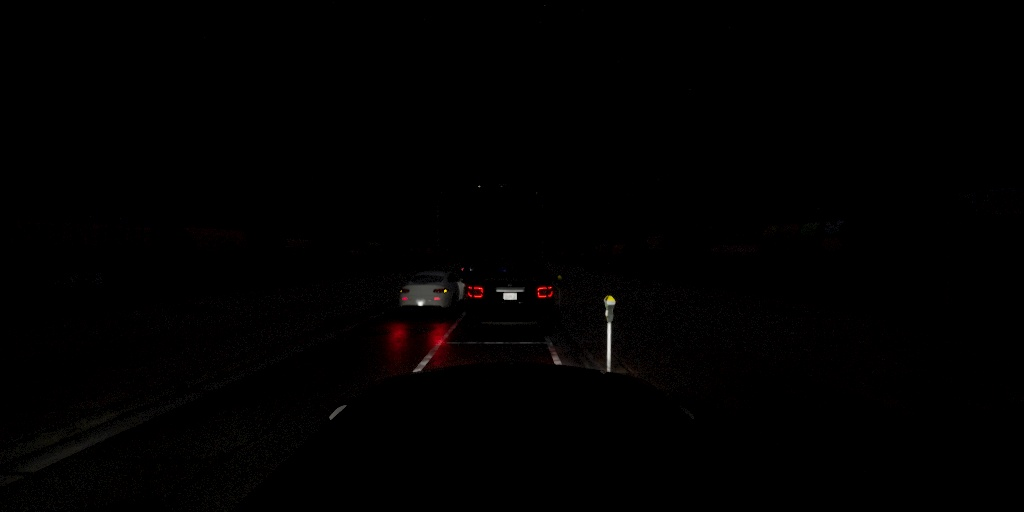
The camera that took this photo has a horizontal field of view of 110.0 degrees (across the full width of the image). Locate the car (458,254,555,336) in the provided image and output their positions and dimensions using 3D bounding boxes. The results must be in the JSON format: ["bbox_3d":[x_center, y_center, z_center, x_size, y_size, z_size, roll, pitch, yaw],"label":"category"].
[{"bbox_3d":[-0.039,0.975,10.532,2.150,2.045,5.566,0,0,0],"label":"car"}]

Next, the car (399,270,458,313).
[{"bbox_3d":[-2.921,1.271,13.762,1.812,1.442,4.674,0,0,0],"label":"car"}]

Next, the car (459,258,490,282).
[{"bbox_3d":[-3.019,1.092,29.685,2.097,1.767,4.553,0,0,0],"label":"car"}]

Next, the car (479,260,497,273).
[{"bbox_3d":[-2.919,1.240,44.766,1.837,1.490,4.892,0,0,0],"label":"car"}]
